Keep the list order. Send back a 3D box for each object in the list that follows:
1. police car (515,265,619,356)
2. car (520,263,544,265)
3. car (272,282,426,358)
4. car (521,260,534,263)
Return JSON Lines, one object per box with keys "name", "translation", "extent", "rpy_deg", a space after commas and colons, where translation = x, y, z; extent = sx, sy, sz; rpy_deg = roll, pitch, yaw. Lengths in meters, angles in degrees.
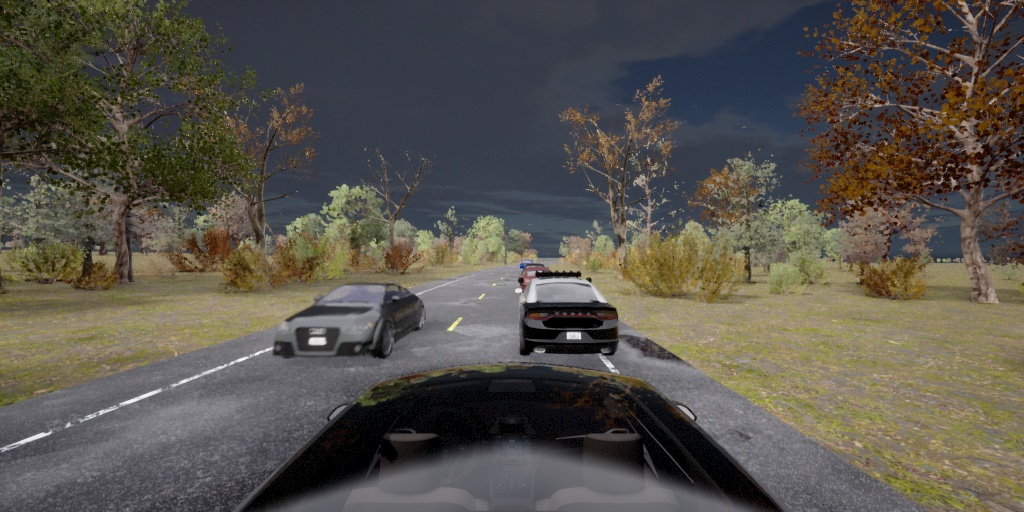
{"name": "police car", "translation": [1.107, 1.177, 8.790], "extent": [1.930, 1.638, 5.238], "rpy_deg": [0, 0, 1]}
{"name": "car", "translation": [1.325, 1.281, 18.633], "extent": [1.812, 1.442, 4.674], "rpy_deg": [0, 0, 2]}
{"name": "car", "translation": [-3.405, 1.315, 8.311], "extent": [1.994, 1.385, 4.181], "rpy_deg": [0, 0, 1]}
{"name": "car", "translation": [1.533, 1.266, 24.603], "extent": [1.837, 1.490, 4.892], "rpy_deg": [0, 0, 2]}
